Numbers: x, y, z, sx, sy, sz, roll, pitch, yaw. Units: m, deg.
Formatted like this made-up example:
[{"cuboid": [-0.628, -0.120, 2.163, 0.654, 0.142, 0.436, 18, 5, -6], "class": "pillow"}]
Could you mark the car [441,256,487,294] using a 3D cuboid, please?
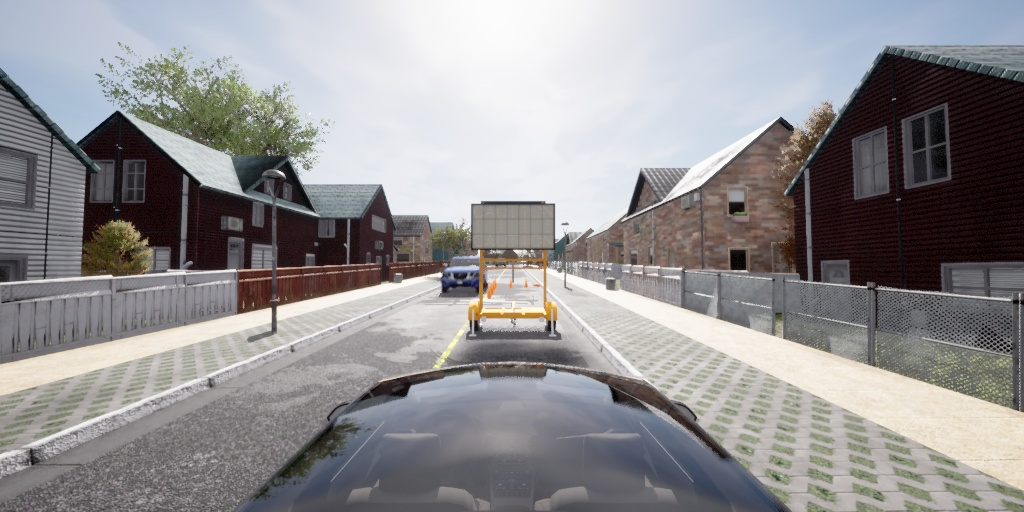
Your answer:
[{"cuboid": [-2.668, 1.015, 21.168, 2.150, 2.045, 5.566, 0, 0, 0], "class": "car"}]

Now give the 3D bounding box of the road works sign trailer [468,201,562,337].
[{"cuboid": [0.035, 0.226, 10.362, 2.380, 3.560, 2.880, 0, 0, 1], "class": "road works sign trailer"}]
